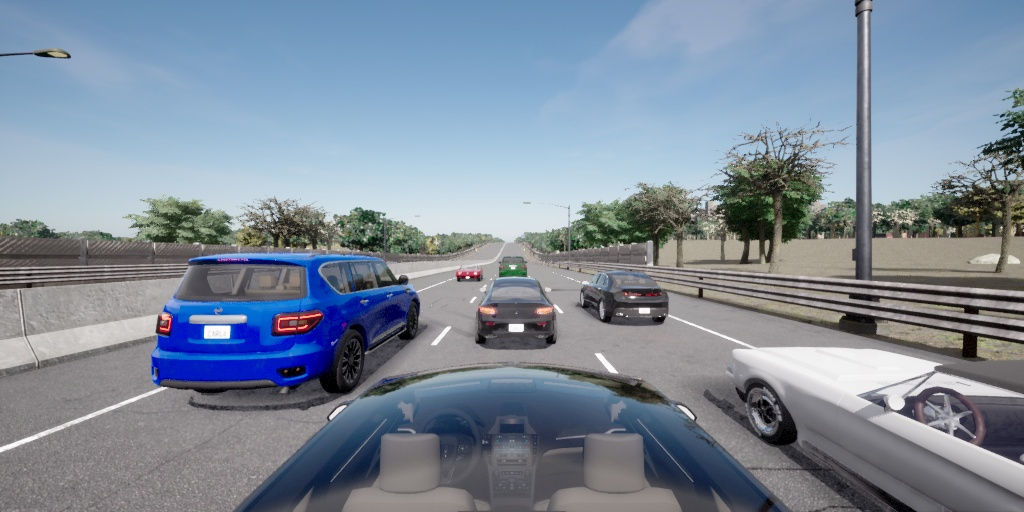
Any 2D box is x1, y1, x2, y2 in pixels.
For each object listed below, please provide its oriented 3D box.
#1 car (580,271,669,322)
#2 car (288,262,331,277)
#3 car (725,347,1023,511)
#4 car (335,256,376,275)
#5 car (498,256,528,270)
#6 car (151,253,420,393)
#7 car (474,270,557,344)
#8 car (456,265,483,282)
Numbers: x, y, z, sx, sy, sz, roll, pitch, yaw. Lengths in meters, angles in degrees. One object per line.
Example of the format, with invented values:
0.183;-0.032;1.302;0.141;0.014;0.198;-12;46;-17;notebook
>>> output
3.595;1.249;12.199;1.837;1.490;4.892;0;0;0;car
-21.132;1.328;37.663;1.812;1.442;4.674;0;0;0;car
3.597;1.350;2.337;1.895;1.301;4.718;0;0;0;car
-17.634;1.039;40.774;2.150;2.045;5.566;0;0;0;car
0.075;0.988;28.792;2.150;2.045;5.566;0;0;0;car
-3.405;0.969;6.821;2.150;2.045;5.566;0;0;0;car
0.093;1.271;9.485;1.812;1.442;4.674;0;0;0;car
-3.422;1.370;29.680;1.895;1.301;4.718;0;0;-1;car
